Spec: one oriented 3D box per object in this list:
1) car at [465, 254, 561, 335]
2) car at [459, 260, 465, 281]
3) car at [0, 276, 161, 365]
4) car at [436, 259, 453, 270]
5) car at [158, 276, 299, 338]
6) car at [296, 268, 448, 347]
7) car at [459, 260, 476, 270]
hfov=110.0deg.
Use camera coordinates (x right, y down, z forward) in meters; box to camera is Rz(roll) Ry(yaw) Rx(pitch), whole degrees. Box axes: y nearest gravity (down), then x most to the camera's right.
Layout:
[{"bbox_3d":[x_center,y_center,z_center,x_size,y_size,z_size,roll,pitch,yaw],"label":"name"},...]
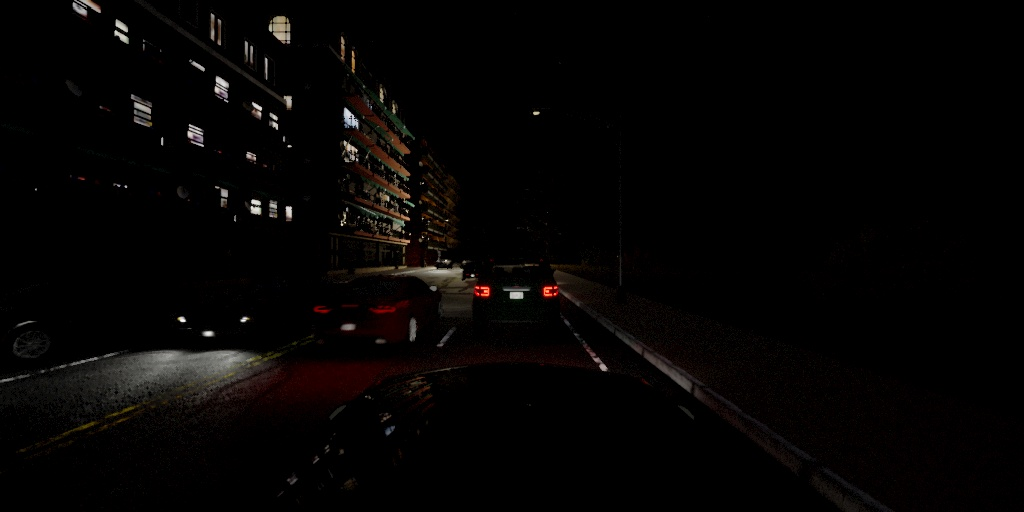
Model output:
[{"bbox_3d":[0.118,0.973,10.704,2.150,2.045,5.566,0,0,0],"label":"car"},{"bbox_3d":[-3.072,1.259,30.543,1.837,1.490,4.892,0,0,0],"label":"car"},{"bbox_3d":[-9.834,1.256,8.156,1.837,1.490,4.892,0,0,0],"label":"car"},{"bbox_3d":[-9.707,1.242,51.806,2.128,1.511,4.902,0,0,0],"label":"car"},{"bbox_3d":[-6.577,1.299,10.431,2.033,1.411,5.357,0,0,0],"label":"car"},{"bbox_3d":[-3.131,1.229,9.346,1.882,1.535,5.008,0,0,0],"label":"car"},{"bbox_3d":[-6.455,1.314,52.599,1.994,1.385,4.181,0,0,0],"label":"car"}]
